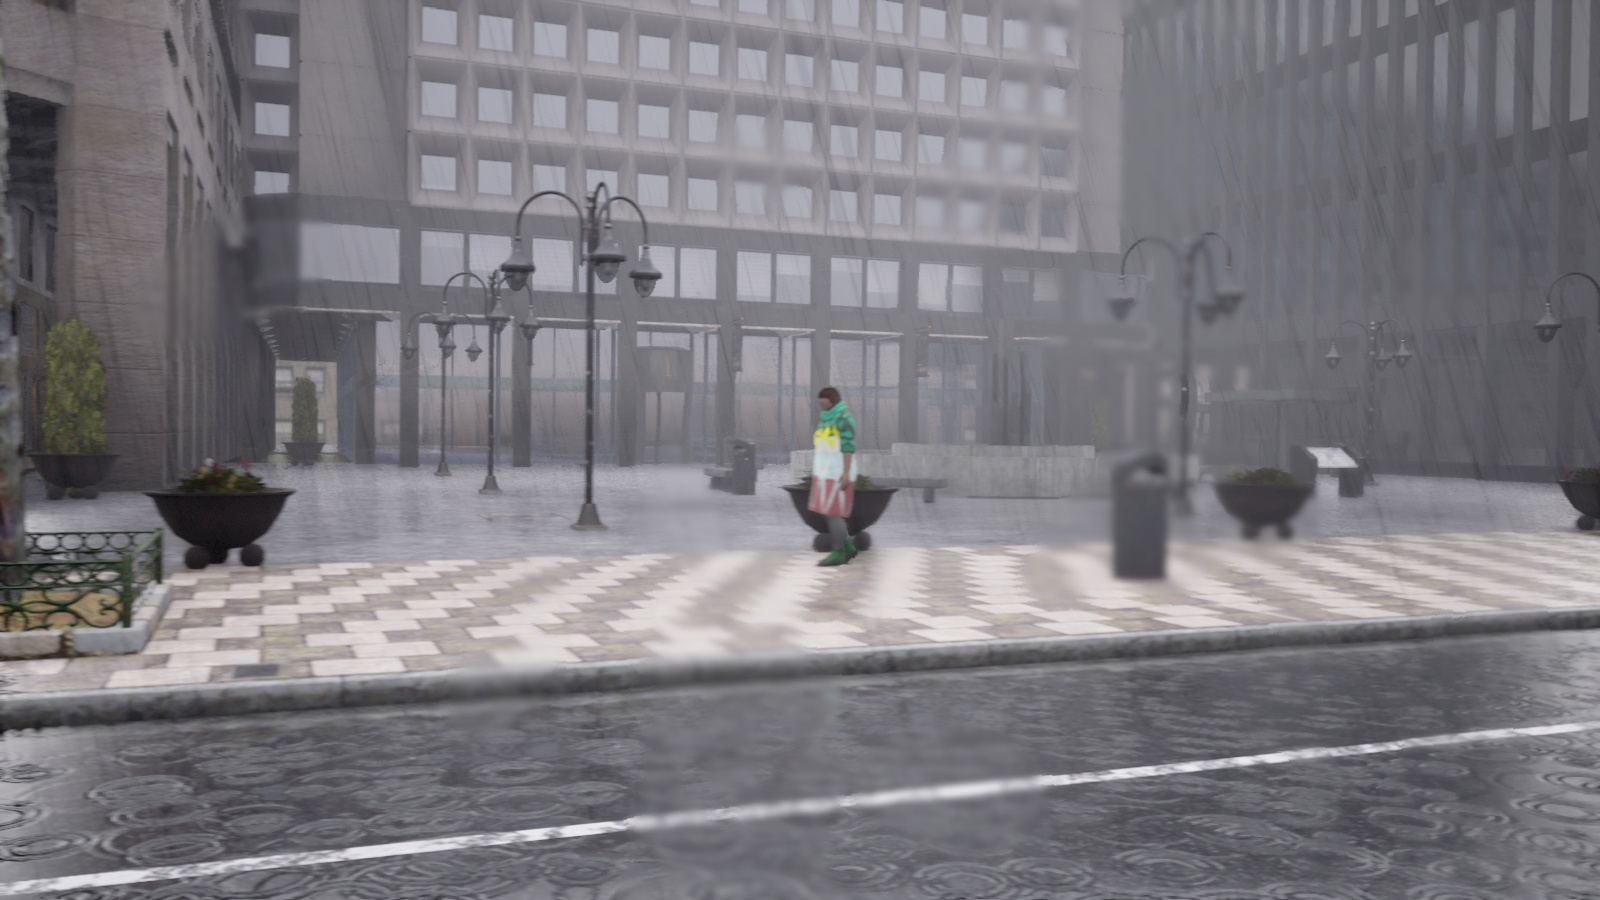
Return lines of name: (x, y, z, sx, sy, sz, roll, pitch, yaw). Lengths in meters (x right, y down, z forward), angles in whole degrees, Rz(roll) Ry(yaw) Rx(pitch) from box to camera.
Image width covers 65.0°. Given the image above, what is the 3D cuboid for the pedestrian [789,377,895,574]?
pedestrian: (0.426, 0.242, 12.873, 0.873, 1.952, 0.659, -1, 1, -23)
